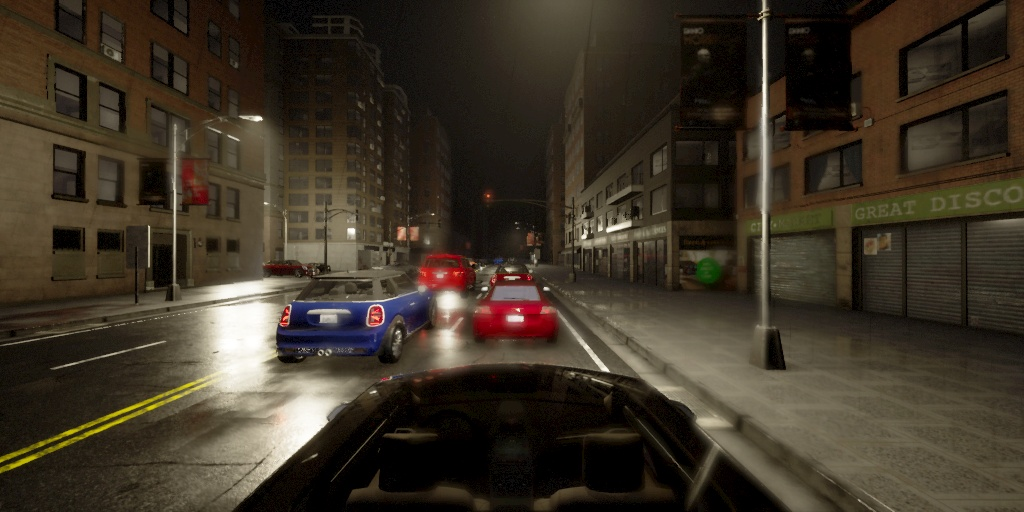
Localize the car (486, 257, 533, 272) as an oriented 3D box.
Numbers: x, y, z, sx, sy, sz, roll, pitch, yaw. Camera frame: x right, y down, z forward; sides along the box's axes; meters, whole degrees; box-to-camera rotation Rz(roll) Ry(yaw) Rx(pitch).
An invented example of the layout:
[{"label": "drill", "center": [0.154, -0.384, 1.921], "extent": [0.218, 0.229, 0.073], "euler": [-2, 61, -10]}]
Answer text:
[{"label": "car", "center": [0.011, 1.104, 18.289], "extent": [2.097, 1.767, 4.553], "euler": [0, 0, 0]}]

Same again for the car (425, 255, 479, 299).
[{"label": "car", "center": [-3.139, 0.974, 18.328], "extent": [2.150, 2.045, 5.566], "euler": [0, 0, 0]}]

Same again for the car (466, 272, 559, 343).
[{"label": "car", "center": [0.098, 1.315, 9.671], "extent": [1.994, 1.385, 4.181], "euler": [0, 0, 0]}]

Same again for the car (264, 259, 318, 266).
[{"label": "car", "center": [-20.772, 1.103, 33.621], "extent": [4.553, 1.767, 2.097], "euler": [0, 0, 2]}]

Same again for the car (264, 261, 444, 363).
[{"label": "car", "center": [-3.142, 1.103, 8.289], "extent": [2.097, 1.767, 4.553], "euler": [0, 0, 0]}]

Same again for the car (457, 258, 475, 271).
[{"label": "car", "center": [-6.562, 1.122, 51.771], "extent": [2.097, 1.767, 4.553], "euler": [0, 0, 0]}]

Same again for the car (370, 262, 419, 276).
[{"label": "car", "center": [-12.491, 1.364, 38.394], "extent": [1.895, 1.301, 4.718], "euler": [0, 0, 38]}]
